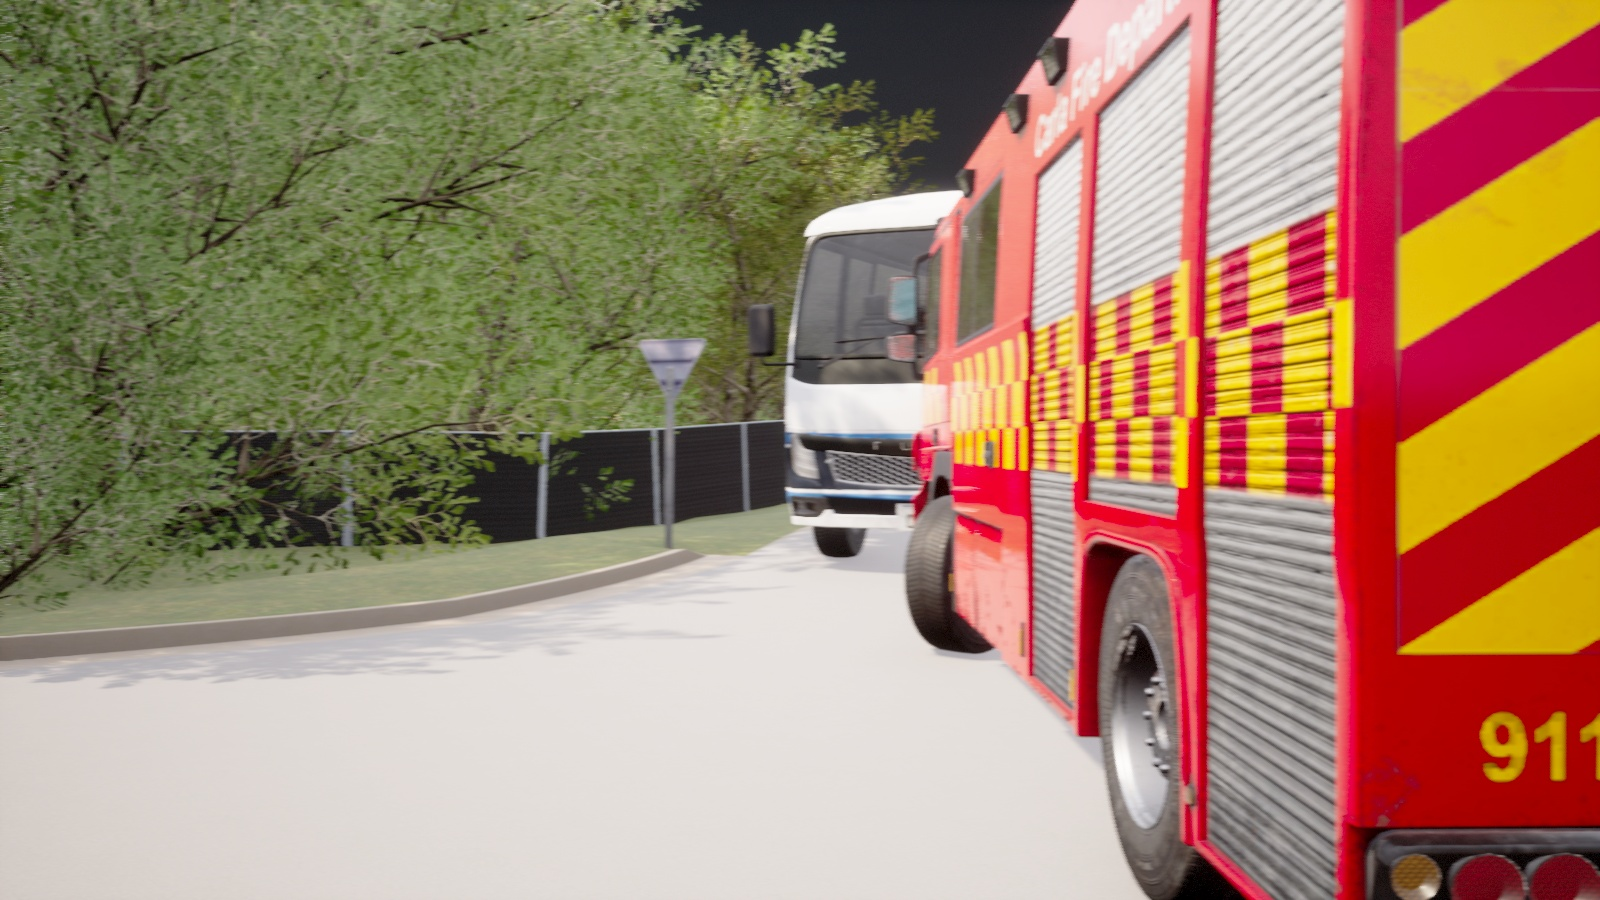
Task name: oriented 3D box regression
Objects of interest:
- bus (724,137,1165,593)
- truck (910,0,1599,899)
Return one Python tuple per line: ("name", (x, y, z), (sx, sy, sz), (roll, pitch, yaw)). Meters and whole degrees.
("bus", (2.753, -1.121, 17.223), (3.944, 4.253, 10.273), (-1, 4, 18))
("truck", (2.505, -0.476, 6.887), (2.891, 3.827, 8.468), (-1, 0, -1))
